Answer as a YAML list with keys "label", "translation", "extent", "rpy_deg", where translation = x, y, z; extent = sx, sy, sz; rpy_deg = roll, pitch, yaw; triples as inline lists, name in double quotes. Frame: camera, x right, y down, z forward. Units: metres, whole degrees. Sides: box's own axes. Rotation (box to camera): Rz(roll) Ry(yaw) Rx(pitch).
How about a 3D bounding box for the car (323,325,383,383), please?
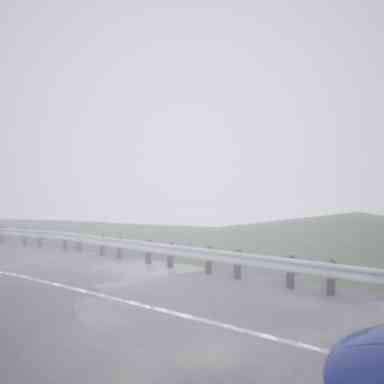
- label: "car"
  translation: [3.247, 1.459, 1.567]
  extent: [5.008, 1.535, 1.882]
  rpy_deg: [-1, 0, 36]
